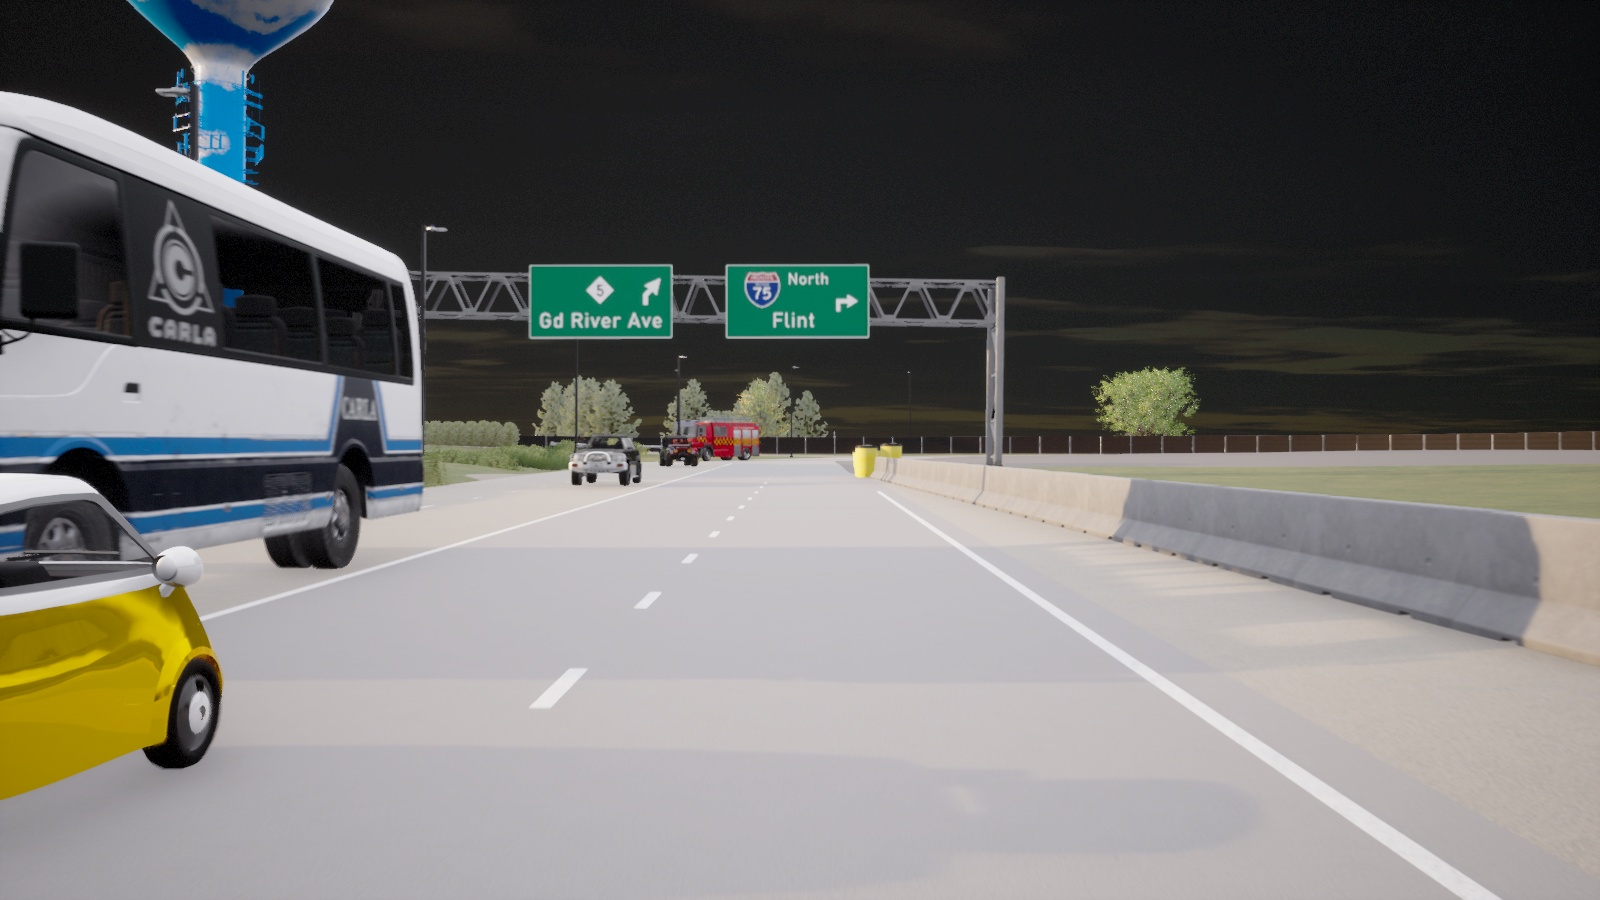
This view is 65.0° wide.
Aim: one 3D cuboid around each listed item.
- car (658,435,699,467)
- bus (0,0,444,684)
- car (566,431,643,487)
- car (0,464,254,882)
[{"bbox_3d":[-7.430,0.051,76.631,1.905,1.878,3.866,0,0,-15],"label":"car"},{"bbox_3d":[-6.913,-0.706,12.190,3.944,4.253,10.273,0,0,0],"label":"bus"},{"bbox_3d":[-6.731,0.287,43.773,1.932,1.855,4.605,0,0,0],"label":"car"},{"bbox_3d":[-3.456,0.771,5.120,1.481,1.376,2.207,0,1,0],"label":"car"}]
